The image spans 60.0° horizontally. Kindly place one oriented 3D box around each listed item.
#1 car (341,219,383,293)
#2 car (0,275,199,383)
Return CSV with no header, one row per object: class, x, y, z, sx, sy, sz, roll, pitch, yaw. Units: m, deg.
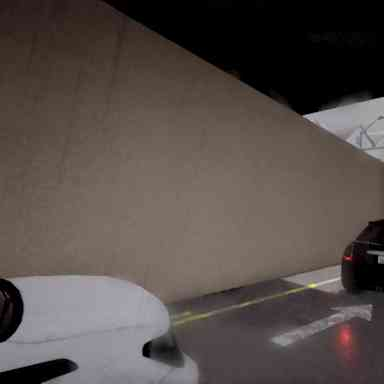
car,5.489,1.350,7.679,4.553,1.767,2.097,0,0,-36
car,-2.606,1.222,1.930,5.566,2.045,2.150,0,0,-35
